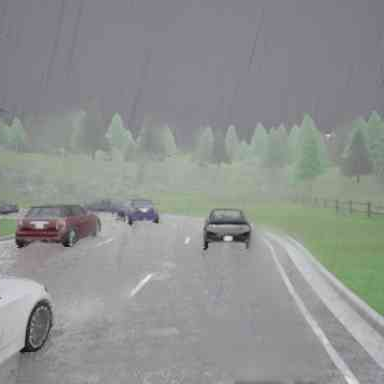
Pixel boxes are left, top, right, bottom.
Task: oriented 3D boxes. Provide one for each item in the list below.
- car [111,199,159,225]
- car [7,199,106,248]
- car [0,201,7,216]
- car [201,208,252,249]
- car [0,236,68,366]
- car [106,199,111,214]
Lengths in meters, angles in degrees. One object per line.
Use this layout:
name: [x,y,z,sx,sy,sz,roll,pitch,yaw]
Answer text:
car: [-4.008,1.236,23.502,2.097,1.767,4.553,0,0,-26]
car: [-5.572,1.269,14.455,2.097,1.767,4.553,0,0,2]
car: [-17.685,1.352,28.230,5.357,1.411,2.033,0,0,1]
car: [1.417,1.438,14.269,2.128,1.511,4.902,0,0,3]
car: [-3.099,1.498,3.147,1.812,1.442,4.674,0,0,3]
car: [-8.499,1.373,32.760,5.357,1.411,2.033,0,0,28]
